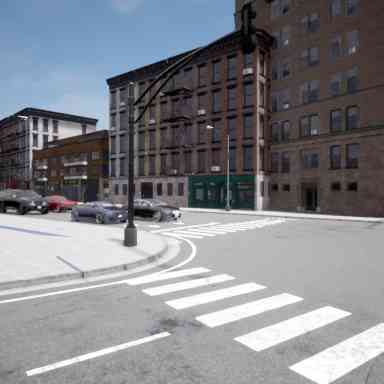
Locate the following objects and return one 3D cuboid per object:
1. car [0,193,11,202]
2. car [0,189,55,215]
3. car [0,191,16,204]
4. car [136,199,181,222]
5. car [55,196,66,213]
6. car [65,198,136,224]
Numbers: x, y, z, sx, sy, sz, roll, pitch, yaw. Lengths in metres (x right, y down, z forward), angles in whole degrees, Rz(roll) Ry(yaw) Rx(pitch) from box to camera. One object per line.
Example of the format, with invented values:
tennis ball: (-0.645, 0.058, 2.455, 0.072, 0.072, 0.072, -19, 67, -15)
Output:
car: (-33.139, 0.897, 57.608, 4.674, 1.442, 1.812, 1, 0, 43)
car: (-14.311, 0.825, 28.257, 5.566, 2.045, 2.150, 1, 1, 39)
car: (-27.584, 0.785, 48.231, 4.553, 1.767, 2.097, 1, 0, 41)
car: (-2.931, 1.238, 23.452, 4.902, 1.511, 2.128, 1, 0, 38)
car: (-12.513, 1.096, 30.987, 5.008, 1.535, 1.882, 0, 0, 39)
car: (-6.013, 1.280, 21.728, 4.181, 1.385, 1.994, 1, 0, 37)
